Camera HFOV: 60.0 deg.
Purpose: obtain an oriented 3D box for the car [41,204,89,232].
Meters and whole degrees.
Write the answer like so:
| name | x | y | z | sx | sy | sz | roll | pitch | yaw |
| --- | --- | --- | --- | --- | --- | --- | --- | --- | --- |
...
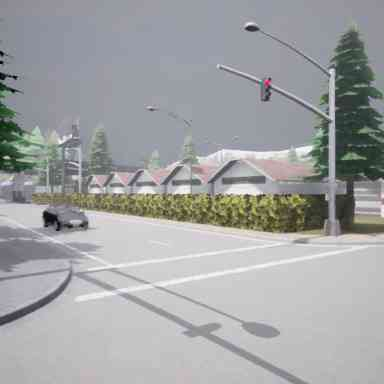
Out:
| name | x | y | z | sx | sy | sz | roll | pitch | yaw |
| --- | --- | --- | --- | --- | --- | --- | --- | --- | --- |
| car | -7.882 | 1.538 | 20.453 | 2.128 | 1.511 | 4.902 | 0 | 1 | -37 |
